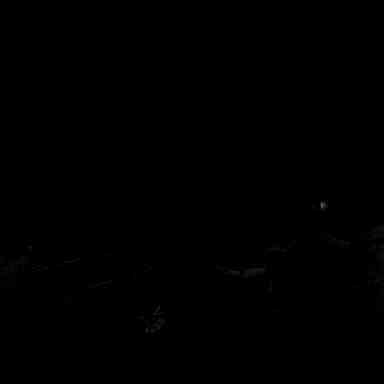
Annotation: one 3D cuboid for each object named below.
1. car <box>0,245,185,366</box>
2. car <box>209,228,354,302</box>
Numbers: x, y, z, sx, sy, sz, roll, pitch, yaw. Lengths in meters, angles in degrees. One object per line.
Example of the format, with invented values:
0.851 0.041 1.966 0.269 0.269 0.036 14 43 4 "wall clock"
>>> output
-2.115 1.566 5.027 4.313 1.339 1.947 0 0 -35 "car"
2.365 1.582 8.220 4.206 1.307 1.802 0 0 -35 "car"
